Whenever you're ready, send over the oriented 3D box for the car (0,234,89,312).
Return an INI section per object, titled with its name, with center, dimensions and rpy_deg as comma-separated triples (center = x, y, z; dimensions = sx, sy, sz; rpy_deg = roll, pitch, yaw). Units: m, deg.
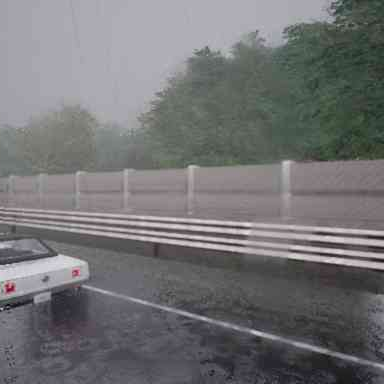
[car]
center = -4.444, 1.579, 7.210
dimensions = 4.718, 1.301, 1.895
rpy_deg = 0, 0, 36
